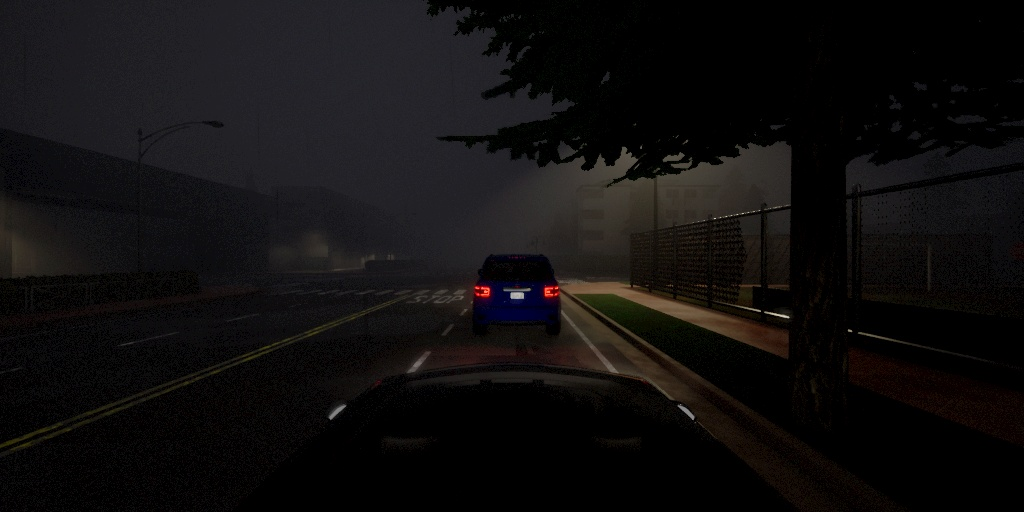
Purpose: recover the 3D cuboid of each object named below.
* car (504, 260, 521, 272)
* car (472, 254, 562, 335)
[{"bbox_3d":[0.061,1.241,46.454,2.128,1.511,4.902,0,0,-1],"label":"car"},{"bbox_3d":[0.123,0.972,10.622,2.150,2.045,5.566,0,0,0],"label":"car"}]
